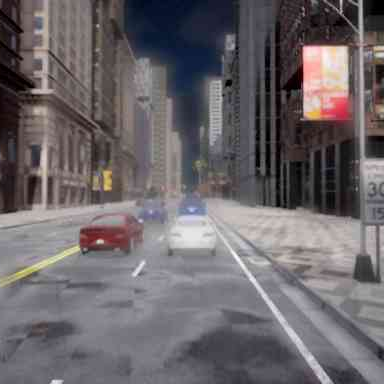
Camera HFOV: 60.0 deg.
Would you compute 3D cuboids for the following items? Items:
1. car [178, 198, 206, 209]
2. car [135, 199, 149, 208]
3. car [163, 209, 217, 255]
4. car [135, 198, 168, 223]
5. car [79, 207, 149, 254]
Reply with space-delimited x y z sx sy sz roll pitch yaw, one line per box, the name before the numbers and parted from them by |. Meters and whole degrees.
car | 0.004 1.523 27.592 2.150 2.045 5.566 0 0 0
car | -9.769 2.172 64.924 1.882 1.535 5.008 0 0 0
car | 0.018 1.675 13.904 1.812 1.442 4.674 0 0 0
car | -3.238 1.658 28.442 2.097 1.767 4.553 0 -1 0
car | -3.229 1.630 14.252 1.882 1.535 5.008 0 0 0
